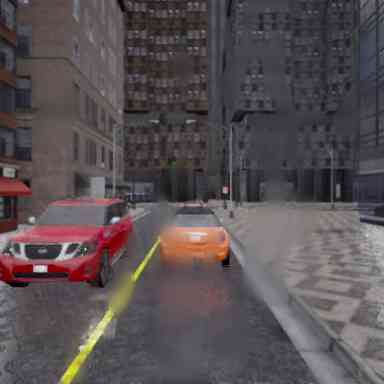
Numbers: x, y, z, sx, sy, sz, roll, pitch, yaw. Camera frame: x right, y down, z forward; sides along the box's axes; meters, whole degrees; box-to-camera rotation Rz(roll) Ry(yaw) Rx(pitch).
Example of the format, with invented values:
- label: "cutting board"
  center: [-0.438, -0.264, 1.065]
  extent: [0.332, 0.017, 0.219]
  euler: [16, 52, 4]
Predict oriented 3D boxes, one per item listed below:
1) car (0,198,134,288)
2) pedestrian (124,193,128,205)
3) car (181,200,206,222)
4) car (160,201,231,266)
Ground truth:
- label: "car"
  center: [-3.101, 1.209, 9.561]
  extent: [2.150, 2.045, 5.566]
  euler: [0, 0, 0]
- label: "pedestrian"
  center: [-9.894, 1.104, 49.498]
  extent: [0.375, 1.860, 0.375]
  euler: [0, 0, 1]
- label: "car"
  center: [0.096, 1.450, 27.484]
  extent: [1.882, 1.535, 5.008]
  euler: [0, 0, 0]
- label: "car"
  center: [0.096, 1.340, 11.647]
  extent: [2.097, 1.767, 4.553]
  euler: [0, 0, 0]
